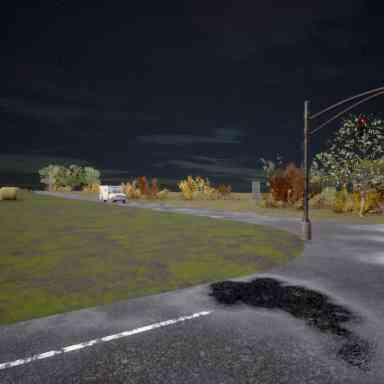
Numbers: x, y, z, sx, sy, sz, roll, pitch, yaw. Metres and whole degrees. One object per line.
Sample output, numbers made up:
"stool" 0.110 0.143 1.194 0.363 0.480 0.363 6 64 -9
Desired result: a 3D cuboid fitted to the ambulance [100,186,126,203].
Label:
"ambulance" -11.912 0.341 50.044 2.351 2.431 6.366 2 0 -32
